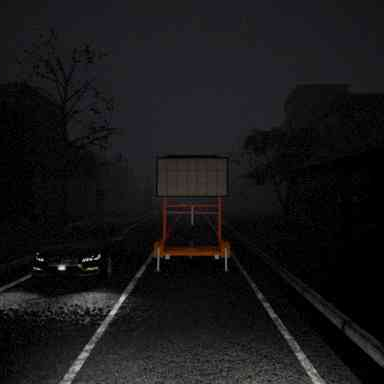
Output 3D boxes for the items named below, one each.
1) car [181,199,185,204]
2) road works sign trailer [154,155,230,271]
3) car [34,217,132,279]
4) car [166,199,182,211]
[{"bbox_3d":[-2.927,2.518,90.765,1.812,1.442,4.674,0,0,0],"label":"car"},{"bbox_3d":[0.009,0.566,11.193,2.380,3.560,2.880,0,-1,0],"label":"road works sign trailer"},{"bbox_3d":[-3.091,1.594,10.333,1.837,1.490,4.892,0,-1,0],"label":"car"},{"bbox_3d":[-3.052,2.274,53.352,2.033,1.411,5.357,0,-1,0],"label":"car"}]
